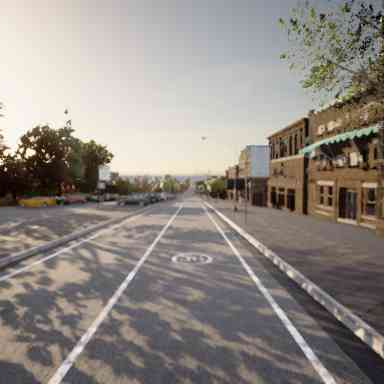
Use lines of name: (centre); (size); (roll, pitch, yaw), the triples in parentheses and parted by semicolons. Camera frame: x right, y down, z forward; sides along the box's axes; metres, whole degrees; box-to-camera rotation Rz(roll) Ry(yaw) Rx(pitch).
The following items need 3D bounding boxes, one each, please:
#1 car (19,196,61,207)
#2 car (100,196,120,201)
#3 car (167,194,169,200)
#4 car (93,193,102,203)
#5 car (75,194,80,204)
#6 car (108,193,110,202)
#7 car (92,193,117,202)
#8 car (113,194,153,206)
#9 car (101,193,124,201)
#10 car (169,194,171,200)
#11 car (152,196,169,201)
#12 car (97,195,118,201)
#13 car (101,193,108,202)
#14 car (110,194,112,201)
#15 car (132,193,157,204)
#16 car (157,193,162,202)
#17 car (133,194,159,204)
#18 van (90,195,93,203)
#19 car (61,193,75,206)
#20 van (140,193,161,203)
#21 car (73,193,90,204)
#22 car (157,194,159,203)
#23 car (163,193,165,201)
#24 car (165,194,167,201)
car: (-21.912, 1.378, 47.251); (5.008, 1.535, 2.097); (0, 0, 0)
car: (-21.929, 1.700, 88.898); (4.674, 1.452, 2.002); (0, -1, 0)
car: (-8.868, 1.308, 78.034); (5.566, 2.045, 2.435); (0, 0, 0)
car: (-21.909, 1.535, 69.527); (4.674, 1.452, 2.002); (0, 0, 0)
car: (-21.913, 1.440, 55.606); (4.674, 1.452, 2.002); (0, 0, 0)
car: (-21.911, 1.539, 75.098); (5.008, 1.535, 2.097); (0, 0, 0)
car: (-21.897, 1.356, 83.453); (5.566, 2.045, 2.435); (0, 0, 0)
car: (-8.829, 1.381, 50.003); (4.892, 1.521, 2.231); (0, 0, 0)
car: (-21.906, 1.439, 91.808); (5.566, 2.045, 2.435); (0, -1, 0)
car: (-8.847, 1.660, 89.244); (5.008, 1.535, 2.097); (0, -1, 0)
car: (-8.888, 1.751, 94.847); (4.792, 1.488, 2.163); (0, -1, 0)
car: (-21.923, 1.634, 86.238); (5.008, 1.535, 2.097); (0, -1, 0)
car: (-21.728, 1.514, 72.312); (5.366, 1.575, 1.946); (0, 0, 0)
car: (-21.890, 1.591, 77.883); (4.792, 1.488, 2.163); (0, 0, 0)
car: (-8.861, 1.136, 52.805); (5.566, 2.045, 2.435); (0, 0, 0)
car: (-8.857, 1.178, 61.215); (5.566, 2.045, 2.435); (0, 0, 0)
car: (-8.797, 1.323, 64.015); (4.553, 1.767, 2.185); (0, 0, 0)
van: (-22.025, 1.224, 63.957); (4.442, 1.987, 1.878); (0, 0, 0)
car: (-21.918, 1.389, 52.819); (5.008, 1.535, 2.097); (0, 0, 0)
van: (-8.950, 1.289, 72.426); (4.442, 1.987, 1.878); (0, 0, 0)
car: (-21.877, 1.306, 61.175); (4.553, 1.767, 2.185); (0, 0, 0)
car: (-8.836, 1.412, 58.408); (4.892, 1.521, 2.231); (0, 0, 0)
car: (-8.826, 1.494, 69.622); (4.892, 1.521, 2.231); (0, 0, 0)
car: (-8.831, 1.537, 75.228); (5.008, 1.535, 2.097); (0, 0, 0)
